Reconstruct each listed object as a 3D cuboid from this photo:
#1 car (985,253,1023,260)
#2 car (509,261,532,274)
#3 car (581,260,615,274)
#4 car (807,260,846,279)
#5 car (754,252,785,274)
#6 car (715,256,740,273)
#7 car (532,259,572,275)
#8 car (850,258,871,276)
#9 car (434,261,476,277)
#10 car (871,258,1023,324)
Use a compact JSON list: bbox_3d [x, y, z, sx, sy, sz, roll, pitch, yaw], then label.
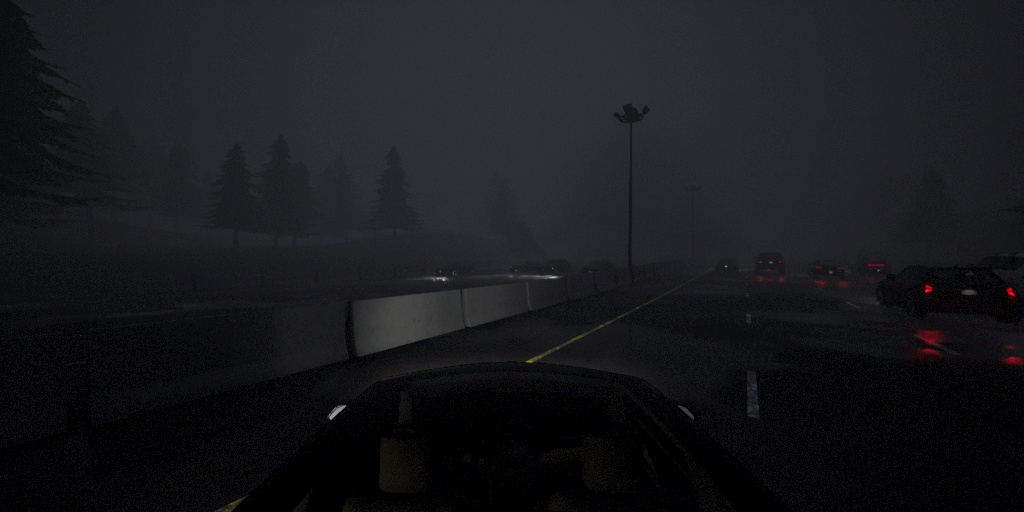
[{"bbox_3d":[19.508,0.901,13.601,2.150,2.045,5.566,0,1,33],"label":"car"},{"bbox_3d":[1.628,1.146,37.723,1.895,1.301,4.718,0,1,34],"label":"car"},{"bbox_3d":[8.702,1.067,35.717,2.033,1.411,5.357,0,1,33],"label":"car"},{"bbox_3d":[25.416,1.004,29.103,1.812,1.442,4.674,0,1,33],"label":"car"},{"bbox_3d":[24.721,0.628,34.456,2.150,2.045,5.566,0,1,33],"label":"car"},{"bbox_3d":[22.168,0.956,36.955,1.994,1.385,4.181,0,1,33],"label":"car"},{"bbox_3d":[4.248,1.061,35.342,1.837,1.490,4.892,0,0,34],"label":"car"},{"bbox_3d":[30.608,0.900,30.671,2.128,1.511,4.902,0,1,33],"label":"car"},{"bbox_3d":[-5.290,1.191,33.582,1.994,1.385,4.181,0,1,33],"label":"car"},{"bbox_3d":[14.393,1.059,12.157,2.097,1.767,4.553,0,0,33],"label":"car"}]
